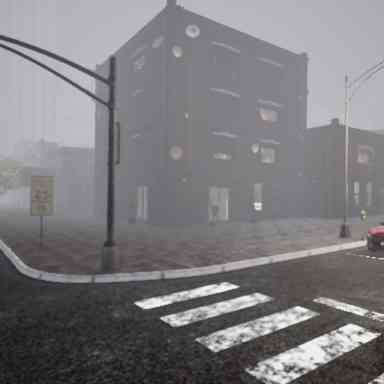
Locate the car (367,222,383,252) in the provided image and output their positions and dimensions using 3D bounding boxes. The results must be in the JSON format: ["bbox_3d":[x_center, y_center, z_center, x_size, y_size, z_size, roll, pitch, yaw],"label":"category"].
[{"bbox_3d":[8.374,1.533,12.603,4.507,1.381,1.887,0,1,-35],"label":"car"}]
